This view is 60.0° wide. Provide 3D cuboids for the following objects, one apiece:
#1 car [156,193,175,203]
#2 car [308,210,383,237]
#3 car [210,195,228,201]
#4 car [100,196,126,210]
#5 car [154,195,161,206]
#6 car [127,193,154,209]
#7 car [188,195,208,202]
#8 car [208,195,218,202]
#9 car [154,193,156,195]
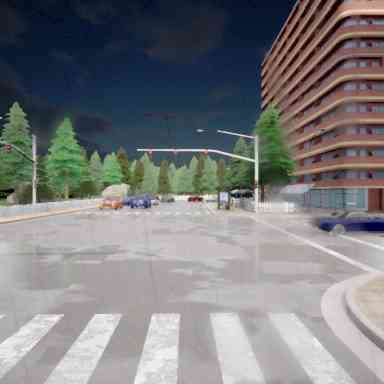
[{"bbox_3d":[-5.063,1.352,67.909,2.097,1.767,4.553,0,0,15],"label":"car"},{"bbox_3d":[8.930,1.656,17.982,4.718,1.301,1.895,0,0,1],"label":"car"},{"bbox_3d":[6.723,1.524,81.955,1.812,1.442,4.674,0,0,44],"label":"car"},{"bbox_3d":[-10.506,1.352,43.388,2.097,1.767,4.553,0,0,1],"label":"car"},{"bbox_3d":[-6.834,1.601,55.839,1.895,1.301,4.718,0,0,3],"label":"car"},{"bbox_3d":[-7.008,1.221,46.075,2.150,2.045,5.566,0,0,0],"label":"car"},{"bbox_3d":[0.896,1.478,73.572,1.882,1.535,5.008,0,0,30],"label":"car"},{"bbox_3d":[4.839,1.595,73.509,1.895,1.301,4.718,0,0,30],"label":"car"},{"bbox_3d":[-8.676,1.224,68.183,2.150,2.045,5.566,0,0,15],"label":"car"}]
